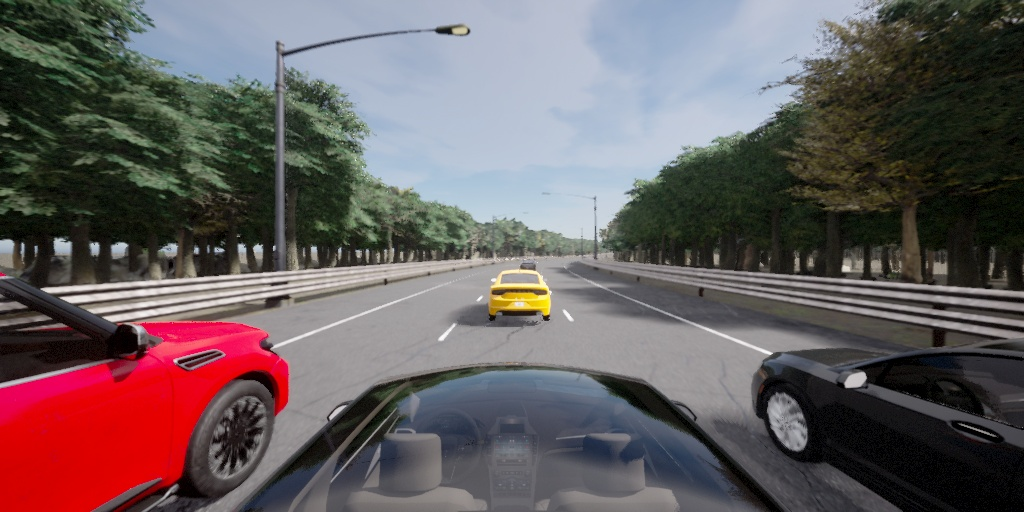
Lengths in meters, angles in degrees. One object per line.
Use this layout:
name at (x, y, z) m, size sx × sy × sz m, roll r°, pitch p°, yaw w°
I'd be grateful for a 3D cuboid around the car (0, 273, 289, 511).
car at (-3.381, 0.969, 1.331) m, size 2.150 × 2.045 × 5.566 m, roll 0°, pitch 0°, yaw 0°

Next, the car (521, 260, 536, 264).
car at (2.021, 1.170, 44.057) m, size 2.128 × 1.511 × 4.902 m, roll 0°, pitch 0°, yaw 5°

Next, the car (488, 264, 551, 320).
car at (0.268, 1.221, 12.672) m, size 1.882 × 1.535 × 5.008 m, roll 0°, pitch 0°, yaw 1°

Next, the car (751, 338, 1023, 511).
car at (3.627, 1.258, 2.086) m, size 1.837 × 1.490 × 4.892 m, roll 0°, pitch 0°, yaw 0°
